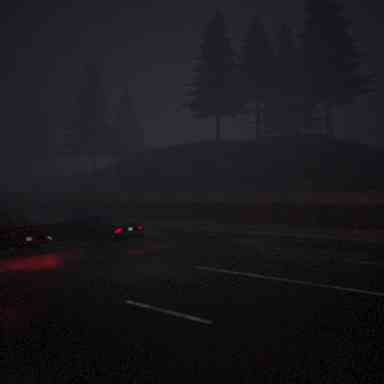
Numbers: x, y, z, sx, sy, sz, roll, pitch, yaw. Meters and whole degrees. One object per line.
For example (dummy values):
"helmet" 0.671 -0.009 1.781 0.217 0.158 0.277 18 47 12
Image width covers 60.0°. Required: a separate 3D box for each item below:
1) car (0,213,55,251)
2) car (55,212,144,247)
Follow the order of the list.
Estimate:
"car" -8.101 1.618 13.851 5.008 1.535 1.882 0 0 35
"car" -4.711 1.672 15.740 5.357 1.411 2.033 -1 0 35
